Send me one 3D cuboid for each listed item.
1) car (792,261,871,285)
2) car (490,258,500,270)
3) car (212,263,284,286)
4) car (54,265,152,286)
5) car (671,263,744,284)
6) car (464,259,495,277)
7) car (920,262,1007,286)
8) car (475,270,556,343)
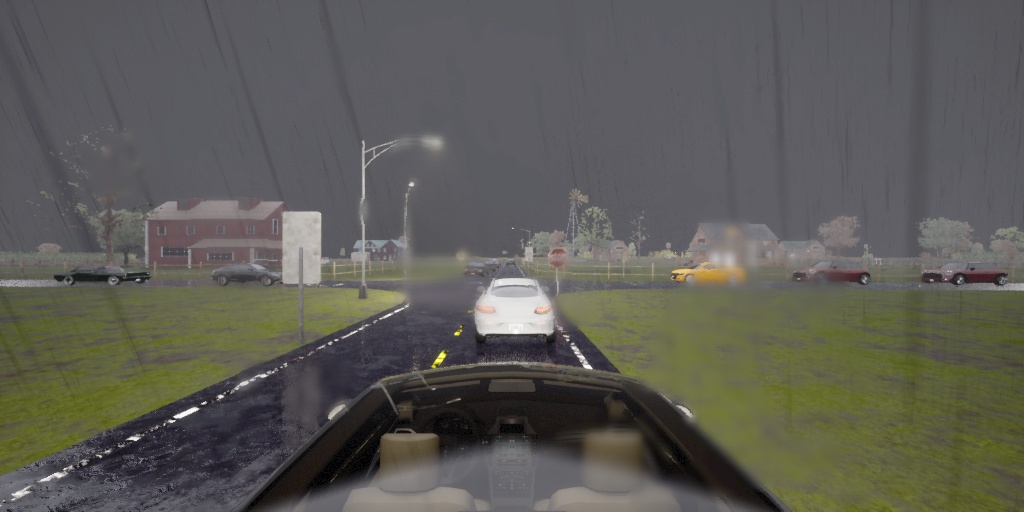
[{"bbox_3d":[23.691,1.183,26.728,4.553,1.767,2.097,0,0,0],"label":"car"},{"bbox_3d":[-3.010,1.284,46.498,2.033,1.411,5.357,0,0,0],"label":"car"},{"bbox_3d":[-17.303,1.224,23.944,4.674,1.442,1.812,0,0,0],"label":"car"},{"bbox_3d":[-27.211,1.272,23.976,4.718,1.301,1.895,0,0,0],"label":"car"},{"bbox_3d":[14.515,1.273,26.762,5.008,1.535,1.882,0,0,0],"label":"car"},{"bbox_3d":[-3.298,1.290,35.328,2.033,1.411,5.357,0,0,4],"label":"car"},{"bbox_3d":[33.443,1.225,26.679,4.553,1.767,2.097,0,0,0],"label":"car"},{"bbox_3d":[0.073,1.275,9.569,1.812,1.442,4.674,0,0,0],"label":"car"}]
